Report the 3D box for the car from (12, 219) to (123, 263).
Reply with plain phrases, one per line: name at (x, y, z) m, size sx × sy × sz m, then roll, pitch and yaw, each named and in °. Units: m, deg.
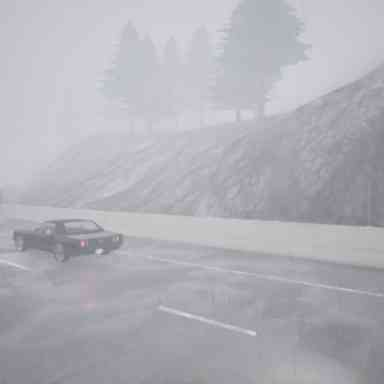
car at (-4.721, 1.636, 12.210) m, size 4.718 × 1.301 × 1.895 m, roll 0°, pitch 0°, yaw 39°
